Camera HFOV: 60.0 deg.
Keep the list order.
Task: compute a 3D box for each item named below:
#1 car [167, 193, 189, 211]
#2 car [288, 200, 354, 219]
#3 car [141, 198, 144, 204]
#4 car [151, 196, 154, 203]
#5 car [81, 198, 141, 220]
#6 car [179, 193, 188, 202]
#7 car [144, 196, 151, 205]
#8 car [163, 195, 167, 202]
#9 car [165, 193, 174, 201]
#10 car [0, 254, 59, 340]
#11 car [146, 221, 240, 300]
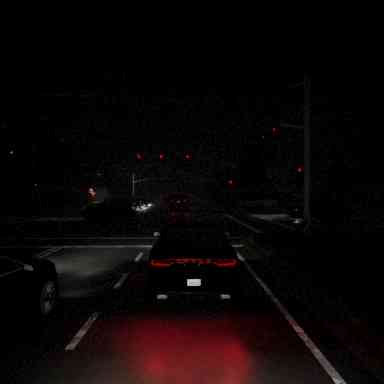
[{"bbox_3d":[-1.542,1.221,41.279,2.150,2.045,5.566,-1,0,0],"label":"car"},{"bbox_3d":[10.933,1.478,28.925,5.008,1.535,1.882,0,0,-2],"label":"car"},{"bbox_3d":[-8.285,1.526,46.500,1.812,1.442,4.674,0,0,-1],"label":"car"},{"bbox_3d":[-8.752,1.491,66.807,2.128,1.511,4.902,0,0,-1],"label":"car"},{"bbox_3d":[-6.923,1.352,27.950,4.553,1.767,2.097,0,0,-4],"label":"car"},{"bbox_3d":[-1.975,1.224,76.373,2.150,2.045,5.566,0,0,-1],"label":"car"},{"bbox_3d":[-8.540,1.601,56.381,1.895,1.301,4.718,0,0,-1],"label":"car"},{"bbox_3d":[-5.430,1.533,74.624,2.033,1.411,5.357,0,0,-1],"label":"car"},{"bbox_3d":[-5.705,1.270,85.229,2.097,1.767,4.553,0,0,-1],"label":"car"},{"bbox_3d":[-3.468,1.492,4.469,2.128,1.511,4.902,0,0,0],"label":"car"},{"bbox_3d":[0.000,1.478,8.461,1.882,1.535,5.008,0,0,-1],"label":"car"}]
